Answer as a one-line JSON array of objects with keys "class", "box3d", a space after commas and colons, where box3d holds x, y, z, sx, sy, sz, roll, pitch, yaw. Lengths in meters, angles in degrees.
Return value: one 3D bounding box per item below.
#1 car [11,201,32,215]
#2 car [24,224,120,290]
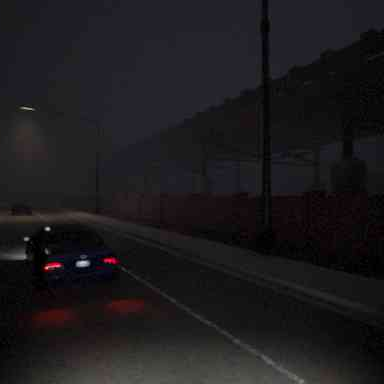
[{"class": "car", "box3d": [-19.106, 1.718, 37.236, 1.882, 1.535, 5.008, 1, -1, -29]}, {"class": "car", "box3d": [-3.584, 1.620, 9.411, 2.033, 1.411, 5.357, 1, -1, -29]}]
